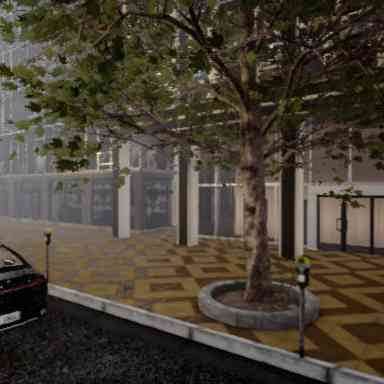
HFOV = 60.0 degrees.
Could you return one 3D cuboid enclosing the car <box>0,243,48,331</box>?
[{"bbox_3d":[-4.341,1.539,5.967,4.403,1.369,2.008,0,0,35],"label":"car"}]
